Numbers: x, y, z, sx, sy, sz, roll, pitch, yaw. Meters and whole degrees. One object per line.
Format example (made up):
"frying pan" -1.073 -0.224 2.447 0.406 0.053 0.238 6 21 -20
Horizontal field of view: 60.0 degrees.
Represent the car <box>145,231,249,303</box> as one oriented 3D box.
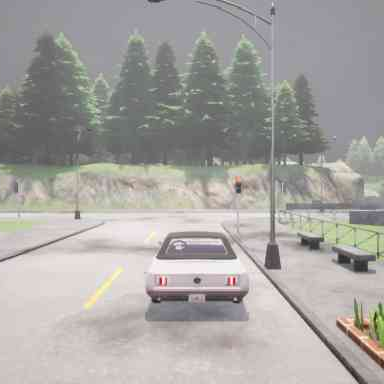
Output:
"car" 0.097 1.601 8.139 1.895 1.301 4.718 0 0 0
